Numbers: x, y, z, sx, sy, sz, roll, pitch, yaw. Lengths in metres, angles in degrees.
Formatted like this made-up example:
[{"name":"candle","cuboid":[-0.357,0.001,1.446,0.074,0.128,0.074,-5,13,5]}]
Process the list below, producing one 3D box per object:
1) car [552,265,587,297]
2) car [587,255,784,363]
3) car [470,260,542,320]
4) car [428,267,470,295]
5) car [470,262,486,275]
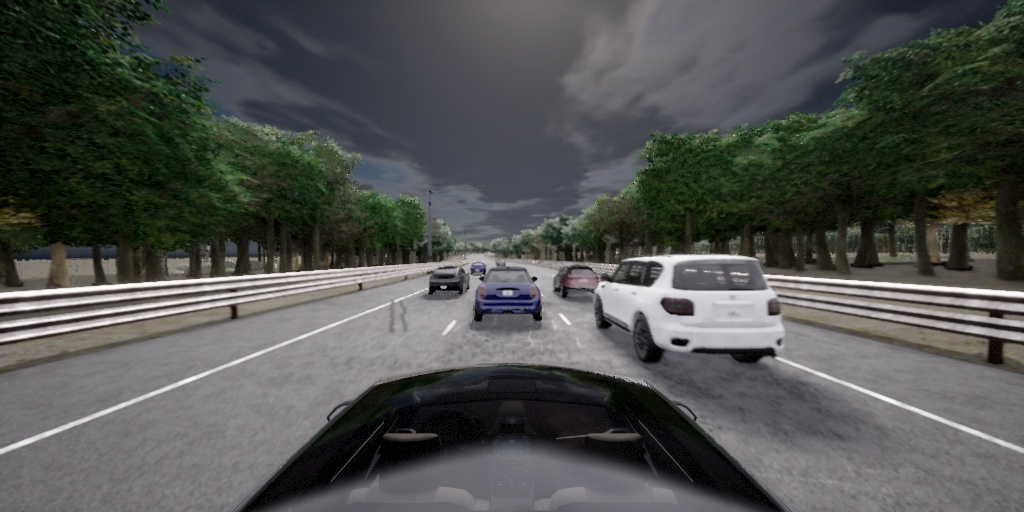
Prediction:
[{"name":"car","cuboid":[3.371,1.257,19.398,2.033,1.649,4.856,0,0,-1]},{"name":"car","cuboid":[3.483,0.997,8.349,2.150,2.045,5.566,0,0,0]},{"name":"car","cuboid":[-0.131,1.150,12.962,2.097,1.767,4.553,0,0,0]},{"name":"car","cuboid":[-3.538,1.342,20.750,1.837,1.490,4.892,0,0,-1]},{"name":"car","cuboid":[-4.144,1.483,44.375,1.812,1.442,4.674,0,0,-2]}]
